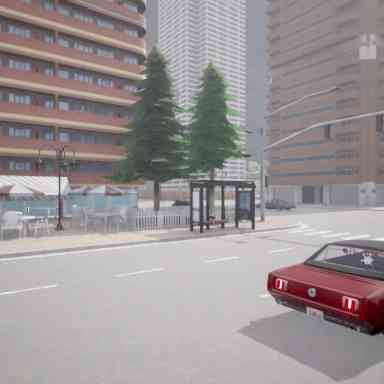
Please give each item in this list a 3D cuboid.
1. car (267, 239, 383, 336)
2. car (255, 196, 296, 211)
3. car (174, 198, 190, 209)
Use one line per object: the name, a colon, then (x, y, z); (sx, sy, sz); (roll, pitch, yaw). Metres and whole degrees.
car: (3.718, 1.601, 6.461); (4.718, 1.301, 1.895); (0, 0, -36)
car: (10.508, 1.603, 42.104); (2.033, 1.411, 5.357); (0, 0, -36)
car: (-0.597, 1.533, 45.232); (1.882, 1.535, 5.008); (0, 0, -36)
